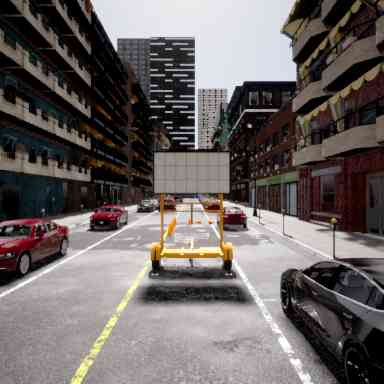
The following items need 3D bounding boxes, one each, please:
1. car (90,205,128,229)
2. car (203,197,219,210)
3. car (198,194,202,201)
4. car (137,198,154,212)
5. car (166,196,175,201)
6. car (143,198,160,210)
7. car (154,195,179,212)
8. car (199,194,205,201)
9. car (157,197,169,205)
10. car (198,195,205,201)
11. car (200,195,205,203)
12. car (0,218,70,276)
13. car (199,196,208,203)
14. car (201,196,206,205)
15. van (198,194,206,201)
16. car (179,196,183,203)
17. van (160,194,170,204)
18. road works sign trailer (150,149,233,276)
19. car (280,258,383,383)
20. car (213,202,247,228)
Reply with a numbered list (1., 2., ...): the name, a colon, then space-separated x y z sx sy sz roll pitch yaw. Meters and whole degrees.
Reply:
1. car: -5.317 1.554 21.752 1.887 1.381 4.507 1 0 0
2. car: 2.555 1.607 38.836 1.802 1.307 4.206 1 0 0
3. car: 2.542 1.588 67.454 1.752 1.417 4.829 0 0 0
4. car: -5.325 1.576 38.822 2.008 1.369 4.403 1 0 0
5. car: -5.346 1.643 84.340 1.887 1.381 4.507 0 0 0
6. car: -5.328 1.556 44.342 1.752 1.417 4.829 1 0 0
7. car: -2.868 1.502 38.667 1.882 1.535 5.008 0 0 0
8. car: 2.547 1.570 56.075 1.752 1.417 4.829 0 0 0
9. car: -5.336 1.598 61.581 1.887 1.381 4.507 1 0 0
10. car: 2.532 1.638 90.213 1.752 1.417 4.829 0 0 0
11. car: 2.550 1.582 50.216 1.887 1.381 4.507 1 0 0
12. car: -5.312 1.548 10.373 1.887 1.381 4.507 1 0 0
13. car: 2.539 1.656 72.973 1.802 1.307 4.206 0 0 0
14. car: 2.553 1.576 44.527 1.887 1.381 4.507 1 0 0
15. van: 2.536 1.440 84.353 1.690 1.788 3.998 0 0 0
16. car: -2.780 1.586 66.082 1.812 1.442 4.674 0 0 0
17. van: -5.336 1.404 67.270 1.690 1.788 3.998 1 0 0
18. road works sign trailer: -0.005 0.467 10.377 2.380 3.560 2.880 0 0 0
19. car: 2.570 1.567 4.699 1.947 1.339 4.313 1 0 0
20. car: 2.562 1.591 21.767 1.802 1.307 4.206 1 0 0
